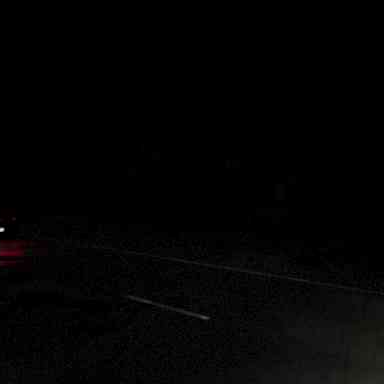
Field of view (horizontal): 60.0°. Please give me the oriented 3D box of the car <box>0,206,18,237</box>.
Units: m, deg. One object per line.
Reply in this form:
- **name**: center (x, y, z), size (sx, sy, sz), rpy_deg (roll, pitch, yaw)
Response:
- **car**: center (-10.015, 1.317, 15.533), size (4.892, 1.490, 1.837), rpy_deg (1, 0, 36)
